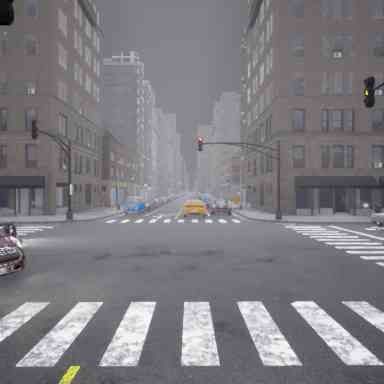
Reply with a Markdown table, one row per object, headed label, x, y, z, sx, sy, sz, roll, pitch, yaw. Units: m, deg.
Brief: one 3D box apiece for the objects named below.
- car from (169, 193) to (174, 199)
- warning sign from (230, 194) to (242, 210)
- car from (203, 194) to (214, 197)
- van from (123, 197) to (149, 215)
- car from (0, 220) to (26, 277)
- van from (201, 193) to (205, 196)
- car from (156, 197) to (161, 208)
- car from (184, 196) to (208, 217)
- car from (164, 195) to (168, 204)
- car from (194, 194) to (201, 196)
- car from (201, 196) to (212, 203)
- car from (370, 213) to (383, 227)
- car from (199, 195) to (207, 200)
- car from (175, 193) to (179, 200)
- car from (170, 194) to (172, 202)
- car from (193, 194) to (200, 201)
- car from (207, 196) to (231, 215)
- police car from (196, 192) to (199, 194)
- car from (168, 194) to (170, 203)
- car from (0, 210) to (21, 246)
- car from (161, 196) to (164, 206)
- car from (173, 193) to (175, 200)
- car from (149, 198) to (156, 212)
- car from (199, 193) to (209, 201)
| label | x | y | z | sx | sy | sz | roll | pitch | yaw |
| --- | --- | --- | --- | --- | --- | --- | --- | --- | --- |
| car | -5.562 | 1.544 | 73.029 | 1.887 | 1.381 | 4.507 | 0 | 0 | 0 |
| warning sign | 5.226 | 1.118 | 39.304 | 1.300 | 1.860 | 1.060 | 0 | 0 | 0 |
| car | 2.847 | 1.443 | 44.657 | 1.967 | 1.590 | 4.097 | 0 | 0 | 0 |
| van | -5.725 | 1.343 | 33.352 | 1.690 | 1.788 | 3.998 | 0 | 0 | 0 |
| car | -6.762 | 1.348 | 8.915 | 4.553 | 1.767 | 2.097 | 0 | 0 | 21 |
| van | 2.893 | 1.344 | 55.996 | 1.690 | 1.788 | 3.998 | 0 | 0 | 0 |
| car | -5.678 | 1.569 | 44.689 | 1.947 | 1.339 | 4.313 | 0 | 0 | 0 |
| car | 0.257 | 1.479 | 31.935 | 1.882 | 1.535 | 5.008 | 0 | 0 | 1 |
| car | -5.632 | 1.569 | 56.025 | 1.947 | 1.339 | 4.313 | 0 | 0 | 0 |
| car | 0.255 | 1.566 | 62.896 | 1.994 | 1.385 | 4.181 | 0 | 0 | 0 |
| car | 2.940 | 1.552 | 67.335 | 2.008 | 1.369 | 4.403 | 0 | 0 | 0 |
| car | 13.747 | 1.615 | 20.656 | 4.718 | 1.301 | 1.895 | 0 | 0 | 0 |
| car | 3.033 | 1.558 | 90.012 | 1.947 | 1.339 | 4.313 | 0 | 0 | 0 |
| car | -5.492 | 1.307 | 90.035 | 2.192 | 1.841 | 5.009 | 0 | 0 | 0 |
| car | -5.585 | 1.567 | 67.362 | 1.947 | 1.339 | 4.313 | 0 | 0 | 0 |
| car | 1.151 | 1.448 | 89.512 | 1.801 | 1.575 | 5.366 | 0 | 0 | 0 |
| car | 2.801 | 1.442 | 33.319 | 1.967 | 1.590 | 4.097 | 0 | 0 | 0 |
| police car | 1.119 | 1.422 | 79.417 | 1.930 | 1.638 | 5.238 | 0 | 0 | -1 |
| car | -5.609 | 1.527 | 61.523 | 1.752 | 1.417 | 4.829 | 0 | 0 | 0 |
| car | -10.017 | 1.550 | 14.494 | 4.181 | 1.385 | 1.994 | 0 | 0 | -12 |
| car | -5.655 | 1.585 | 50.357 | 1.802 | 1.307 | 4.206 | 0 | 0 | 0 |
| car | -5.539 | 1.522 | 78.528 | 1.752 | 1.417 | 4.829 | 0 | 0 | 0 |
| car | -5.702 | 1.443 | 39.020 | 1.967 | 1.590 | 4.097 | 0 | 0 | 0 |
| car | 3.010 | 1.309 | 84.342 | 2.192 | 1.841 | 5.009 | 0 | 0 | 0 |
